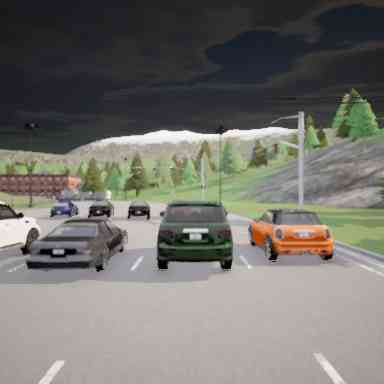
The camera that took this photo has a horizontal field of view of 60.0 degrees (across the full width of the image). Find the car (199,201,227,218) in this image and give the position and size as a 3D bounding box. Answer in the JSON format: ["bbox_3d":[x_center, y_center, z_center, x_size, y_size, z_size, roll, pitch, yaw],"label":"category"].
[{"bbox_3d":[1.949,1.625,32.557,1.812,1.442,4.674,0,0,-8],"label":"car"}]

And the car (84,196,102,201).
[{"bbox_3d":[-25.502,1.791,87.260,4.902,1.511,2.128,0,0,39],"label":"car"}]

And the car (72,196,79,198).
[{"bbox_3d":[-31.023,1.817,87.024,4.181,1.385,1.994,0,0,32],"label":"car"}]

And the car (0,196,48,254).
[{"bbox_3d":[-6.936,1.254,10.555,2.150,2.045,5.566,0,0,-1],"label":"car"}]

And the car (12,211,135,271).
[{"bbox_3d":[-3.443,1.581,10.995,2.033,1.411,5.357,0,0,-1],"label":"car"}]

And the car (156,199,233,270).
[{"bbox_3d":[0.052,1.256,11.256,2.150,2.045,5.566,0,0,-1],"label":"car"}]

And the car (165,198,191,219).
[{"bbox_3d":[-1.408,1.447,31.178,2.097,1.767,4.553,0,0,-7],"label":"car"}]

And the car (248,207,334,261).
[{"bbox_3d":[3.520,1.392,12.675,2.097,1.767,4.553,0,0,-1],"label":"car"}]

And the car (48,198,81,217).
[{"bbox_3d":[-12.037,1.622,31.497,1.812,1.442,4.674,0,0,-8],"label":"car"}]

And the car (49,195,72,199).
[{"bbox_3d":[-33.504,1.781,84.470,4.674,1.442,1.812,0,0,32],"label":"car"}]

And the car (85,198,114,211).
[{"bbox_3d":[-8.461,1.573,31.292,1.882,1.535,5.008,0,0,-8],"label":"car"}]

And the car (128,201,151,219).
[{"bbox_3d":[-4.843,1.571,30.602,1.882,1.535,5.008,0,0,-7],"label":"car"}]
